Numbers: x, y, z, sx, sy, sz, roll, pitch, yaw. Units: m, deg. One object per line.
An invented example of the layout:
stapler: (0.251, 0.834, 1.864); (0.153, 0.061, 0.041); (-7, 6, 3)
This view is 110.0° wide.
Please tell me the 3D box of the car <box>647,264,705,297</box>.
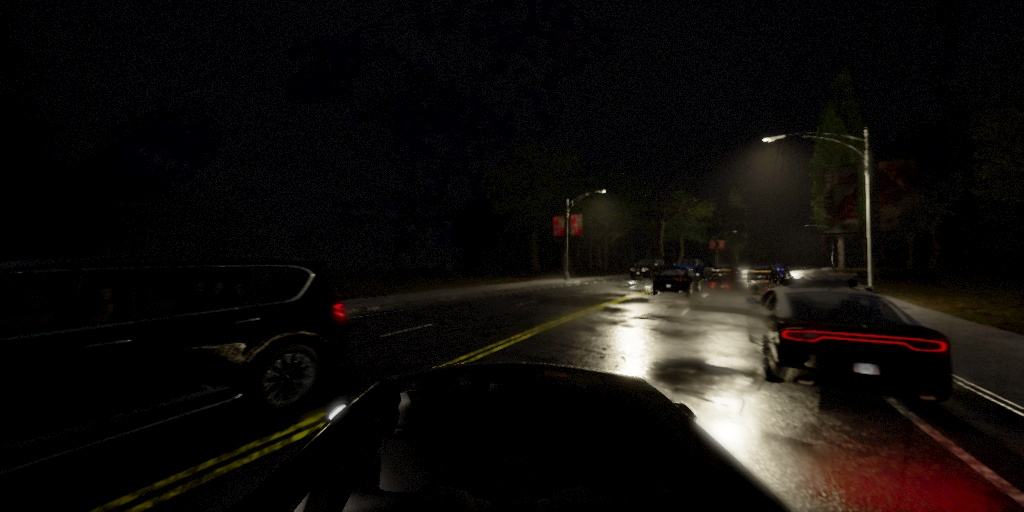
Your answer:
car: (9.486, 1.401, 20.516); (1.882, 1.535, 5.008); (-1, -1, 35)

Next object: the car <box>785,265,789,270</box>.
car: (28.016, 1.509, 37.904); (1.812, 1.442, 4.674); (-1, -1, 44)

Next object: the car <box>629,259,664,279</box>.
car: (14.136, 1.329, 37.114); (2.150, 2.045, 5.566); (-1, -1, 42)

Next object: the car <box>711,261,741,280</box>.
car: (20.257, 1.491, 33.838); (2.128, 1.511, 4.902); (-1, -1, 41)

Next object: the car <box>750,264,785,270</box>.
car: (20.852, 1.424, 29.685); (2.128, 1.511, 4.902); (-1, -1, 41)

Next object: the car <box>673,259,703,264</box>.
car: (17.927, 1.283, 36.492); (2.150, 2.045, 5.566); (-1, -1, 42)

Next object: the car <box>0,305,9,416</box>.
car: (-8.314, 1.331, 3.172); (1.994, 1.385, 4.181); (0, -1, 25)

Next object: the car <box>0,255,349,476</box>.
car: (-4.501, 0.998, 3.751); (2.150, 2.045, 5.566); (-1, -1, 26)

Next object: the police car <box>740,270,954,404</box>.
police car: (5.683, 1.221, 6.740); (1.930, 1.638, 5.238); (-1, -1, 29)
